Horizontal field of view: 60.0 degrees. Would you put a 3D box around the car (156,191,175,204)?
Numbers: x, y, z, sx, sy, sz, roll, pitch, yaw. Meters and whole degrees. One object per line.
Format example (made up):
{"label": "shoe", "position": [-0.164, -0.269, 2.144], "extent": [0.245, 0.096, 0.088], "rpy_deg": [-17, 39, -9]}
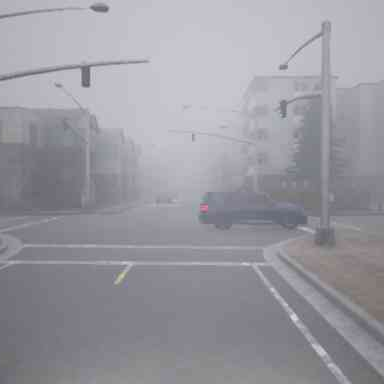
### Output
{"label": "car", "position": [-3.585, 0.763, 43.306], "extent": [1.837, 1.490, 4.892], "rpy_deg": [0, 1, 0]}

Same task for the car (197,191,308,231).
{"label": "car", "position": [3.069, 0.966, 17.375], "extent": [5.566, 2.045, 2.150], "rpy_deg": [0, 1, 0]}

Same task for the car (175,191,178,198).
{"label": "car", "position": [-3.508, 0.383, 59.569], "extent": [1.895, 1.301, 4.718], "rpy_deg": [0, 1, 0]}
